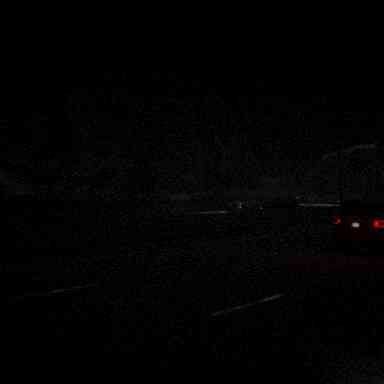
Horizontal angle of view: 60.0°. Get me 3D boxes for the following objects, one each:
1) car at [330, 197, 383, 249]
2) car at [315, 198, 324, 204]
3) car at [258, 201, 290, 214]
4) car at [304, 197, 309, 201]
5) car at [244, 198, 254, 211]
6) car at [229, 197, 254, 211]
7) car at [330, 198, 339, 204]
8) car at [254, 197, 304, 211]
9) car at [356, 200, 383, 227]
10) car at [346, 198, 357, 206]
[{"bbox_3d":[8.125,1.325,14.258,5.566,2.045,2.150,0,0,-42],"label":"car"},{"bbox_3d":[31.288,2.194,81.733,1.994,1.385,4.181,-1,-1,22],"label":"car"},{"bbox_3d":[10.338,1.916,41.651,1.837,1.490,4.892,-1,-1,42],"label":"car"},{"bbox_3d":[28.857,1.857,85.100,2.097,1.767,4.553,-1,-1,22],"label":"car"},{"bbox_3d":[9.832,1.963,46.456,2.128,1.511,4.902,-1,-1,40],"label":"car"},{"bbox_3d":[7.749,1.746,49.385,2.150,2.045,5.566,-1,-1,40],"label":"car"},{"bbox_3d":[32.959,2.049,76.758,1.837,1.490,4.892,-1,-1,24],"label":"car"},{"bbox_3d":[9.361,1.569,35.394,2.150,2.045,5.566,-1,-1,44],"label":"car"},{"bbox_3d":[14.398,1.533,25.242,2.097,1.767,4.553,-1,-1,45],"label":"car"},{"bbox_3d":[32.996,2.049,68.697,1.812,1.442,4.674,-1,-1,28],"label":"car"}]
